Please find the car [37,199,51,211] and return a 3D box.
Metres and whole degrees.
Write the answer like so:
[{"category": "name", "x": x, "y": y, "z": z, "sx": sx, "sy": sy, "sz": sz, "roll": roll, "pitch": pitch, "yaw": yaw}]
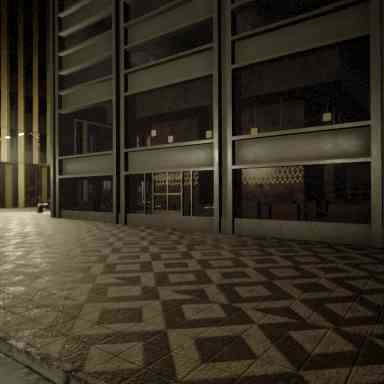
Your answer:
[{"category": "car", "x": -15.557, "y": 1.339, "z": 38.966, "sx": 2.128, "sy": 1.511, "sz": 4.902, "roll": 0, "pitch": 0, "yaw": 36}]
